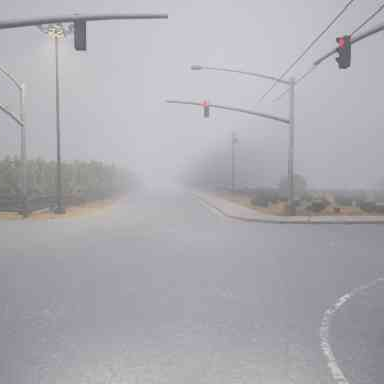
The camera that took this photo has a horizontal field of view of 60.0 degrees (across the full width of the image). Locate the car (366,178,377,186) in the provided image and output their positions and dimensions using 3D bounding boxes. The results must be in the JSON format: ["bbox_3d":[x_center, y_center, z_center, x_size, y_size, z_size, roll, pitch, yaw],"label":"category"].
[{"bbox_3d":[42.094,-2.341,77.687,1.905,1.878,3.866,10,10,41],"label":"car"}]
